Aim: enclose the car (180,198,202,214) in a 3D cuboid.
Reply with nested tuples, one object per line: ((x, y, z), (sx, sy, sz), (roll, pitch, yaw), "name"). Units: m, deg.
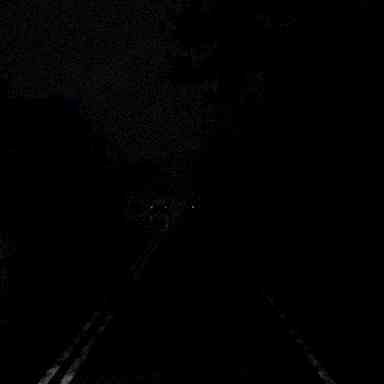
((0.102, 1.517, 35.265), (2.033, 1.411, 5.357), (0, 0, 0), "car")

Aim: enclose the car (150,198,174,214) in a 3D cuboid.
((-3.344, 1.447, 35.682), (1.882, 1.535, 5.008), (0, 0, 0), "car")

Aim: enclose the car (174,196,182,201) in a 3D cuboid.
((-3.219, 1.484, 75.701), (1.994, 1.385, 4.181), (0, 0, 0), "car")
